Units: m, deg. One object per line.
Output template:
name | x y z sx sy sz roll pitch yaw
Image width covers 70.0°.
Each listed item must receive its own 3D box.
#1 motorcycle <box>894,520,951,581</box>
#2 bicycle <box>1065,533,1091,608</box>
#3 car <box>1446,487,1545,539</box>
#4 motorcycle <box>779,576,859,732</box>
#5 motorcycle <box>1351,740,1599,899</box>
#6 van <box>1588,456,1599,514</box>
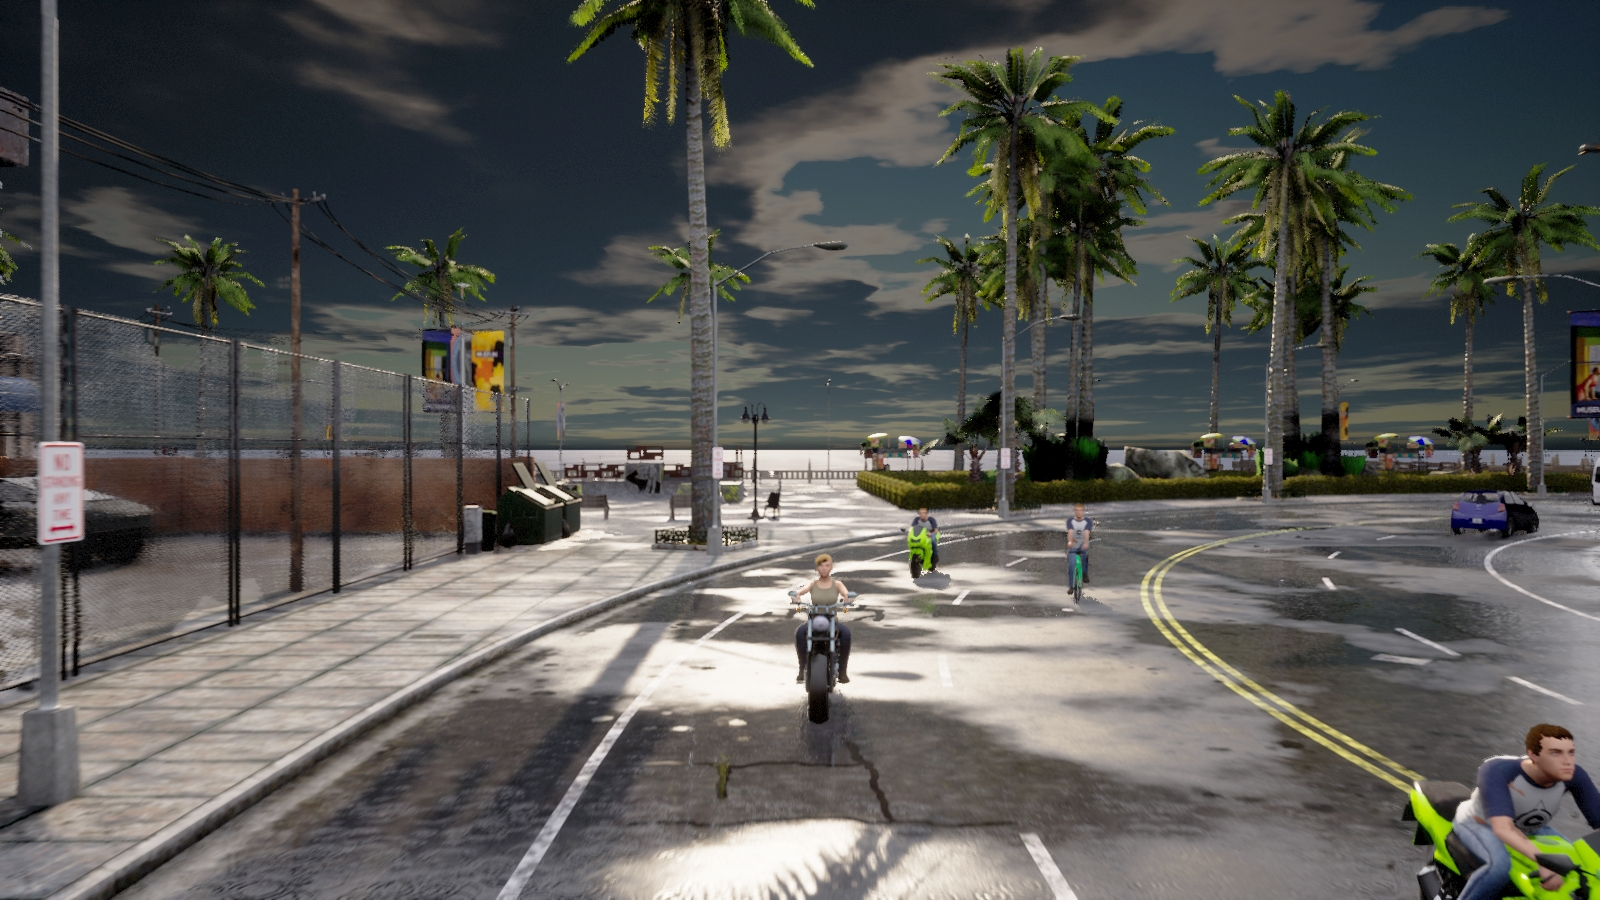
motorcycle | 2.742 2.211 25.380 0.803 1.145 2.033 1 0 20
bicycle | 5.142 2.205 21.094 0.373 1.196 1.643 0 0 16
car | 23.033 2.036 37.813 3.633 1.501 1.845 0 0 -42
motorcycle | 0.249 2.169 12.606 0.764 1.277 2.356 0 0 4
motorcycle | 3.508 2.213 5.445 0.803 1.145 2.033 0 0 1
van | 37.973 1.532 50.746 5.915 2.561 1.988 0 0 -23
